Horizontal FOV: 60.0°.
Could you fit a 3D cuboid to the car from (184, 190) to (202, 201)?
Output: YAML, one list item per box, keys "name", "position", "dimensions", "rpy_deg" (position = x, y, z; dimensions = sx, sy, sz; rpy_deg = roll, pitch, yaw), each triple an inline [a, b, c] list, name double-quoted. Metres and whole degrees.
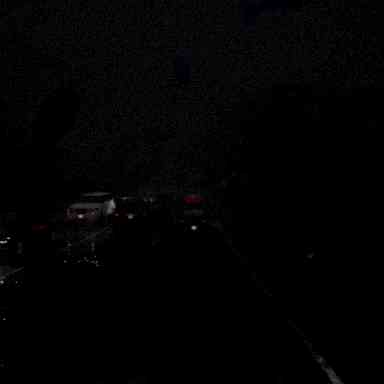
- name: "car"
  position: [0.111, 0.508, 40.818]
  dimensions: [2.097, 1.767, 4.553]
  rpy_deg: [0, 2, 0]

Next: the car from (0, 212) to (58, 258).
- name: "car"
  position: [-7.087, 1.614, 13.448]
  dimensions: [1.837, 1.490, 4.892]
  rpy_deg: [0, 0, 0]

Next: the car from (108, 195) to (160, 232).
- name: "car"
  position: [-3.394, 1.334, 20.455]
  dimensions: [2.097, 1.767, 4.553]
  rpy_deg: [0, 2, 0]

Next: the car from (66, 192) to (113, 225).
- name: "car"
  position: [-7.039, 1.078, 23.764]
  dimensions: [2.150, 2.045, 5.566]
  rpy_deg: [0, 2, 0]

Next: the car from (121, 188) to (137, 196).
- name: "car"
  position: [-10.538, 0.101, 55.884]
  dimensions: [1.994, 1.385, 4.181]
  rpy_deg: [0, 2, 0]

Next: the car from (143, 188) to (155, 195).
- name: "car"
  position: [-7.038, 0.023, 55.996]
  dimensions: [2.128, 1.511, 4.902]
  rpy_deg: [0, 2, 0]

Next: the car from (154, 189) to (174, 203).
- name: "car"
  position: [-3.388, 0.545, 42.987]
  dimensions: [1.882, 1.535, 5.008]
  rpy_deg: [0, 2, 0]

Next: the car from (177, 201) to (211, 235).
- name: "car"
  position: [0.092, 1.549, 19.076]
  dimensions: [1.812, 1.442, 4.674]
  rpy_deg: [0, 2, 0]
